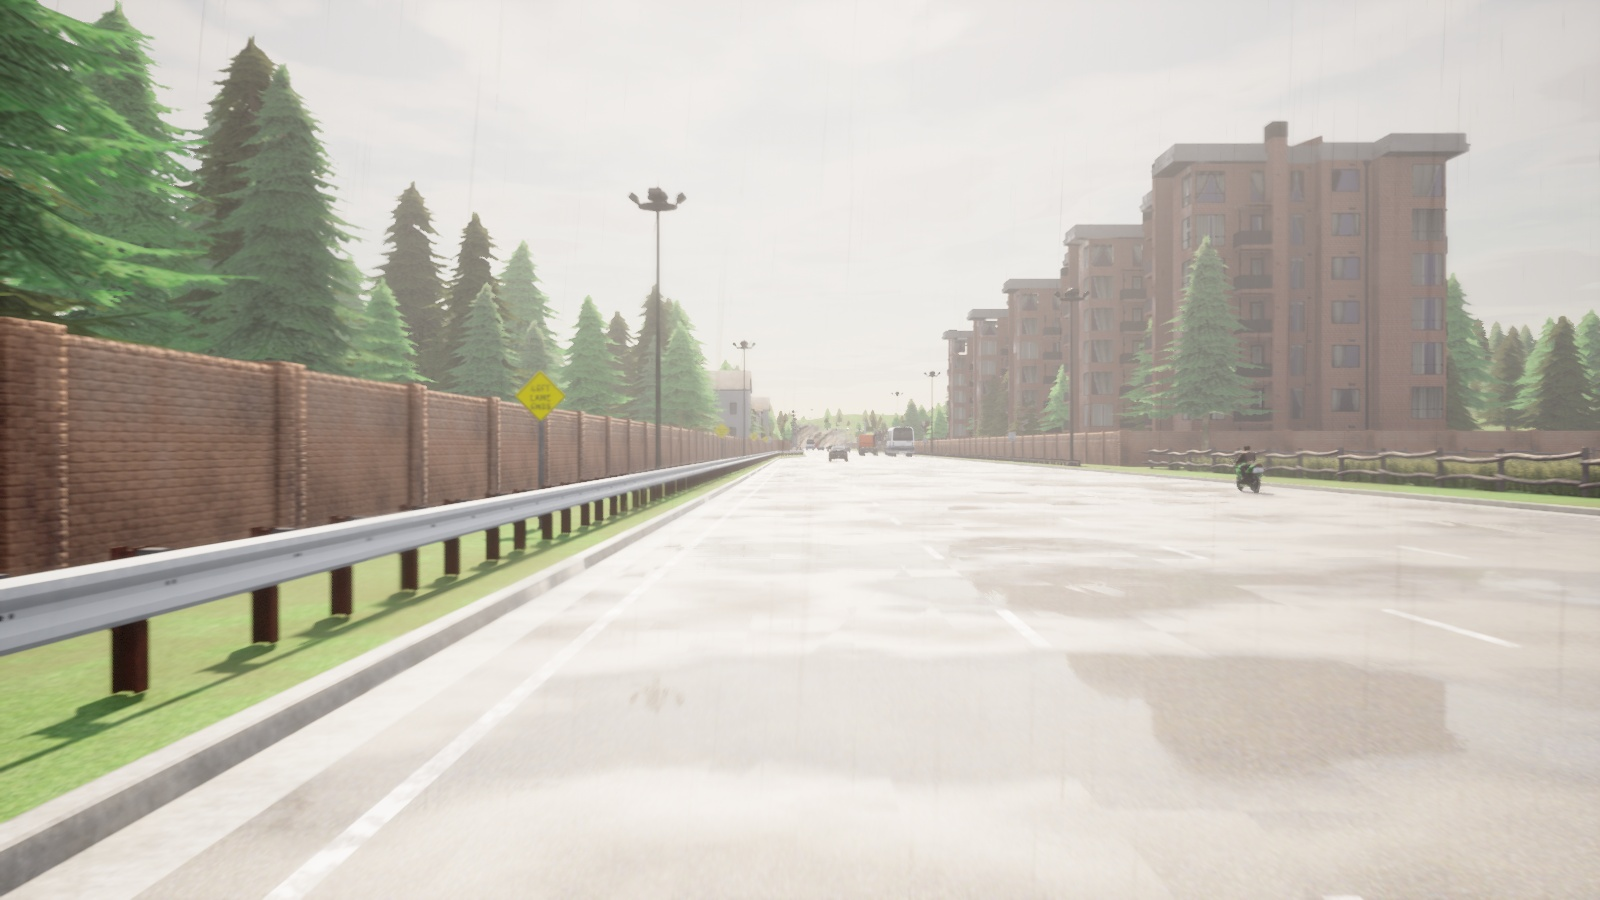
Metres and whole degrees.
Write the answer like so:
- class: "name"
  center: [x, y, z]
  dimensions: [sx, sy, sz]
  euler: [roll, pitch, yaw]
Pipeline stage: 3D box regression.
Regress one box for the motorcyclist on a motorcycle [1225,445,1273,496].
- class: "motorcyclist on a motorcycle"
  center: [14.244, 0.626, 39.888]
  dimensions: [0.797, 1.523, 2.044]
  euler: [0, 2, 0]
